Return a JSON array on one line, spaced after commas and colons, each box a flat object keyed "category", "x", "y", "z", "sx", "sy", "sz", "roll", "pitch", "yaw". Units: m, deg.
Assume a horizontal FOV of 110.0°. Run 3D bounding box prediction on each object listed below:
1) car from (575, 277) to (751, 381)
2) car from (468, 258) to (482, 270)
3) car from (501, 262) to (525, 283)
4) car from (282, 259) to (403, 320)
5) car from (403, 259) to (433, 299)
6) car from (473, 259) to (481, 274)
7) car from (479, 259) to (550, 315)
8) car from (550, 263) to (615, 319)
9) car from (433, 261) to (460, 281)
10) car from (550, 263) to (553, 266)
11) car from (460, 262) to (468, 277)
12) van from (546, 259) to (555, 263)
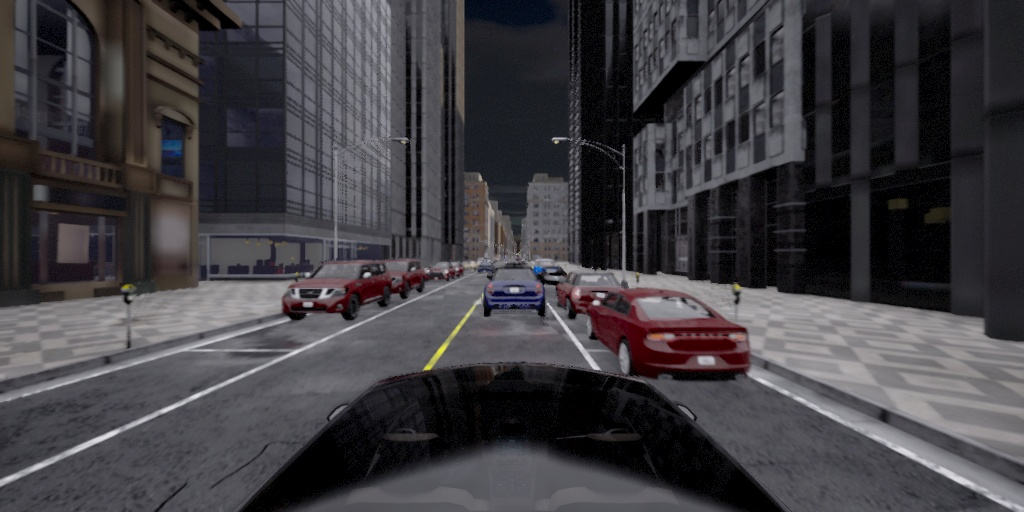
[{"category": "car", "x": 2.669, "y": 1.300, "z": 7.152, "sx": 1.888, "sy": 1.381, "sz": 4.507, "roll": 0, "pitch": 0, "yaw": 0}, {"category": "car", "x": -5.851, "y": 1.373, "z": 52.074, "sx": 1.751, "sy": 1.417, "sz": 4.829, "roll": 0, "pitch": 0, "yaw": 1}, {"category": "car", "x": 0.094, "y": 1.286, "z": 29.201, "sx": 1.837, "sy": 1.490, "sz": 4.892, "roll": 0, "pitch": 0, "yaw": 0}, {"category": "car", "x": -5.855, "y": 1.075, "z": 12.806, "sx": 2.192, "sy": 1.841, "sz": 5.009, "roll": 0, "pitch": 0, "yaw": 0}, {"category": "car", "x": -5.854, "y": 1.080, "z": 18.445, "sx": 2.192, "sy": 1.841, "sz": 5.009, "roll": 0, "pitch": 0, "yaw": 0}, {"category": "car", "x": -3.086, "y": 1.364, "z": 43.121, "sx": 2.033, "sy": 1.411, "sz": 5.357, "roll": 0, "pitch": 0, "yaw": 0}, {"category": "car", "x": 0.087, "y": 1.113, "z": 13.672, "sx": 2.097, "sy": 1.767, "sz": 4.553, "roll": 0, "pitch": 0, "yaw": 0}, {"category": "car", "x": 2.670, "y": 1.200, "z": 12.790, "sx": 1.967, "sy": 1.591, "sz": 4.097, "roll": 0, "pitch": 0, "yaw": 0}, {"category": "car", "x": -5.852, "y": 1.223, "z": 29.724, "sx": 1.967, "sy": 1.591, "sz": 4.097, "roll": 0, "pitch": 0, "yaw": 0}, {"category": "car", "x": 2.673, "y": 1.338, "z": 24.068, "sx": 1.948, "sy": 1.339, "sz": 4.313, "roll": 0, "pitch": 0, "yaw": 0}, {"category": "car", "x": -5.850, "y": 1.235, "z": 35.362, "sx": 1.967, "sy": 1.591, "sz": 4.097, "roll": 0, "pitch": 0, "yaw": 0}, {"category": "van", "x": 2.674, "y": 1.123, "z": 29.706, "sx": 1.690, "sy": 1.789, "sz": 3.998, "roll": 0, "pitch": 0, "yaw": 0}]
